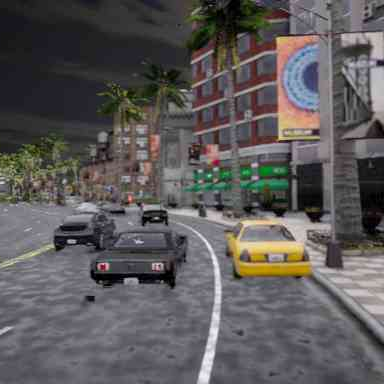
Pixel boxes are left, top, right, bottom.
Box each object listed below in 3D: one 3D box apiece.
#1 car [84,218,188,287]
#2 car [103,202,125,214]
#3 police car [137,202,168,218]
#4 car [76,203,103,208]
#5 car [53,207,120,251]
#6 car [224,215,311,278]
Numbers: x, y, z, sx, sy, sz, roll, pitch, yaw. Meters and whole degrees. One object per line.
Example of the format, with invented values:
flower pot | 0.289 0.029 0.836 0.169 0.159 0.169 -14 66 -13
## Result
car | -1.180 1.673 9.491 1.895 1.301 4.718 -1 0 4
car | -9.612 1.946 39.920 1.994 1.385 4.181 -1 0 -32
police car | -3.100 1.616 25.358 1.930 1.638 5.238 -1 0 -14
car | -11.657 1.926 36.734 1.812 1.442 4.674 -1 0 -31
car | -4.739 1.669 15.182 1.837 1.490 4.892 -1 0 -3
car | 2.001 1.477 10.102 1.801 1.575 5.366 -1 0 2
